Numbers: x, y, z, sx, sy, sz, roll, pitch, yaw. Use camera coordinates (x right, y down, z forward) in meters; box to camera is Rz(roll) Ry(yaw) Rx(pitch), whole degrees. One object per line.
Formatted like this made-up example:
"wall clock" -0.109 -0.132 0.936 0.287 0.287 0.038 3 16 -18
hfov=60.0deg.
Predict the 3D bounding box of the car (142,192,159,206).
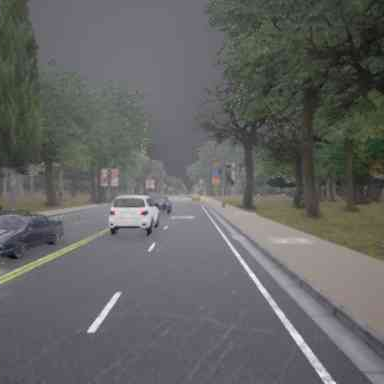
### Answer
"car" -6.688 1.087 54.278 2.150 2.045 5.566 0 0 0

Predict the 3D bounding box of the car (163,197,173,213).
"car" -3.206 1.290 35.483 2.097 1.767 4.553 0 0 0

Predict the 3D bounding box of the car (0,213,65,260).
"car" -6.607 1.545 12.687 2.033 1.411 5.357 0 0 0

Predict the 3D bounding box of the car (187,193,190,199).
"car" -0.352 1.116 91.422 2.033 1.411 5.357 0 0 0

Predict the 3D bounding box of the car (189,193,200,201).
"car" 0.886 1.261 74.038 1.882 1.535 5.008 0 0 0

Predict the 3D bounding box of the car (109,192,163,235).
"car" -3.165 1.208 18.993 2.150 2.045 5.566 0 0 0

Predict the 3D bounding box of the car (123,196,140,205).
"car" -9.939 1.429 54.619 1.994 1.385 4.181 0 0 0
